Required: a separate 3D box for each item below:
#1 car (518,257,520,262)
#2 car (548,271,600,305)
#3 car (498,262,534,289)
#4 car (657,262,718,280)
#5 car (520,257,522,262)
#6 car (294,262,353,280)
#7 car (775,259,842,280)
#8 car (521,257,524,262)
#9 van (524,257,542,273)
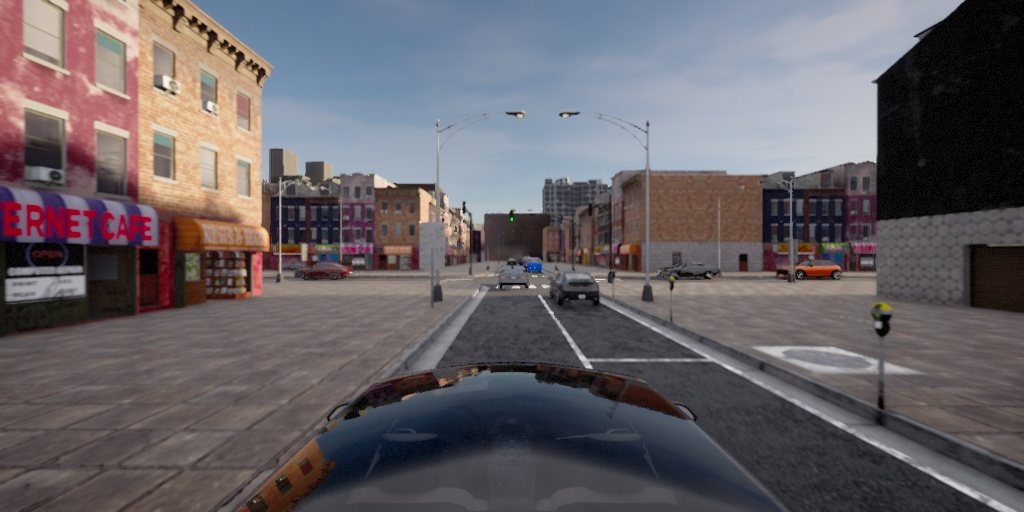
[{"bbox_3d":[2.628,1.063,64.573,2.192,1.841,5.009,0,0,0],"label":"car"},{"bbox_3d":[2.635,1.288,15.673,2.007,1.370,4.403,0,0,0],"label":"car"},{"bbox_3d":[0.096,1.287,22.971,2.033,1.411,5.357,0,0,0],"label":"car"},{"bbox_3d":[14.981,1.229,30.720,4.902,1.511,2.128,0,0,0],"label":"car"},{"bbox_3d":[2.630,1.181,53.626,1.967,1.591,4.097,0,0,0],"label":"car"},{"bbox_3d":[-16.194,1.277,30.952,4.674,1.442,1.812,0,0,-1],"label":"car"},{"bbox_3d":[25.263,1.088,30.672,4.553,1.767,2.097,0,0,1],"label":"car"},{"bbox_3d":[2.631,1.179,48.151,1.967,1.591,4.097,0,0,0],"label":"car"},{"bbox_3d":[2.631,1.078,42.675,1.690,1.789,3.998,0,0,0],"label":"van"}]
